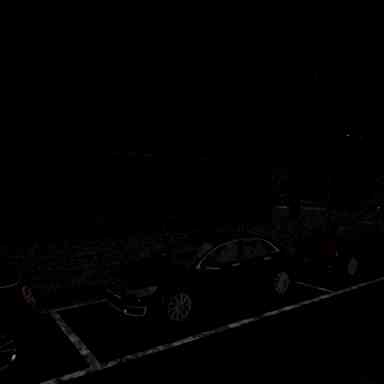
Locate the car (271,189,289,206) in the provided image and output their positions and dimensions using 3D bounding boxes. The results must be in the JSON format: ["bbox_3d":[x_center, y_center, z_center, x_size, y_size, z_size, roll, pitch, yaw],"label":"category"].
[{"bbox_3d":[9.891,0.692,41.528,2.150,2.045,5.566,0,1,-35],"label":"car"}]

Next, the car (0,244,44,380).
[{"bbox_3d":[-4.029,1.440,3.776,4.097,1.590,1.967,0,0,-36],"label":"car"}]

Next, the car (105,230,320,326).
[{"bbox_3d":[0.412,1.550,6.948,4.403,1.369,2.008,0,0,-36],"label":"car"}]

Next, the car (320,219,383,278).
[{"bbox_3d":[4.852,1.543,10.120,4.507,1.381,1.887,0,0,-36],"label":"car"}]

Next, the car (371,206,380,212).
[{"bbox_3d":[9.293,1.438,13.292,4.097,1.590,1.967,0,0,-36],"label":"car"}]

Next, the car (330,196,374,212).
[{"bbox_3d":[15.992,1.166,33.015,2.128,1.511,4.902,0,1,-36],"label":"car"}]
